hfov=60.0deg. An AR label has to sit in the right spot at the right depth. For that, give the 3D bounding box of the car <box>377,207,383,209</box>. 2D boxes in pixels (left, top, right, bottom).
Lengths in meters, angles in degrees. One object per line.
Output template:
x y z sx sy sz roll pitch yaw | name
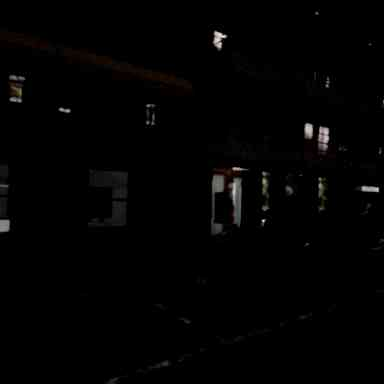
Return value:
6.744 1.426 10.884 5.009 1.841 2.192 1 1 -35 | car

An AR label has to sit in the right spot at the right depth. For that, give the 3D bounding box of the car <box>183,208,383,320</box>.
2.243 1.374 7.671 5.009 1.841 2.192 1 1 -35 | car
